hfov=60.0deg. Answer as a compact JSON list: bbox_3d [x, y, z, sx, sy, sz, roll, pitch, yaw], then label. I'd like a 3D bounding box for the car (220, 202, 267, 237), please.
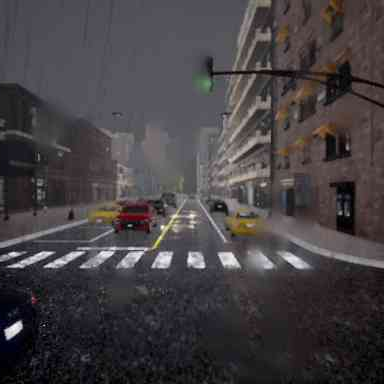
[{"bbox_3d":[2.690,1.471,17.385,1.752,1.417,4.829,1,0,0],"label":"car"}]

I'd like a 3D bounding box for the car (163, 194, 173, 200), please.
[{"bbox_3d":[-5.721,1.249,79.878,1.947,1.339,4.313,0,0,0],"label":"car"}]

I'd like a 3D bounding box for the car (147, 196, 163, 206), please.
[{"bbox_3d":[-5.707,1.331,51.396,2.008,1.369,4.403,0,0,0],"label":"car"}]

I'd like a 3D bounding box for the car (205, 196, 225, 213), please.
[{"bbox_3d":[2.682,1.434,34.305,1.947,1.339,4.313,1,0,0],"label":"car"}]

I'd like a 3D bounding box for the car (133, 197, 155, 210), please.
[{"bbox_3d":[-5.701,1.370,40.004,1.887,1.381,4.507,1,0,0],"label":"car"}]

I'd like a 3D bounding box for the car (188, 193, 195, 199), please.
[{"bbox_3d":[-0.037,1.210,86.566,2.033,1.411,5.357,0,0,0],"label":"car"}]

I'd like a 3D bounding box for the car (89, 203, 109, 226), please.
[{"bbox_3d":[-5.693,1.427,22.743,1.752,1.417,4.829,1,0,0],"label":"car"}]

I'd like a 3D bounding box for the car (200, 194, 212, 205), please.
[{"bbox_3d":[2.674,1.349,51.395,2.008,1.369,4.403,0,0,0],"label":"car"}]

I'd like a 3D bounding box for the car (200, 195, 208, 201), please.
[{"bbox_3d":[2.663,1.301,74.183,1.802,1.307,4.206,0,0,0],"label":"car"}]

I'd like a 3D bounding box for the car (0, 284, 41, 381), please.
[{"bbox_3d":[-4.078,1.578,3.876,4.181,1.385,1.994,0,0,-1],"label":"car"}]

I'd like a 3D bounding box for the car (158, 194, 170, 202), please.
[{"bbox_3d":[-5.714,1.160,68.485,1.967,1.590,4.097,0,0,0],"label":"car"}]

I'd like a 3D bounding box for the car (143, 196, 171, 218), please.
[{"bbox_3d":[-3.108,1.384,29.083,1.837,1.490,4.892,0,0,0],"label":"car"}]

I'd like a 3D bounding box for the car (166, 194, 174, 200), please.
[{"bbox_3d":[-5.723,1.248,85.575,1.802,1.307,4.206,0,0,0],"label":"car"}]

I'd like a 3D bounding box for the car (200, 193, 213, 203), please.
[{"bbox_3d":[2.670,1.072,62.788,2.192,1.841,5.009,0,0,0],"label":"car"}]

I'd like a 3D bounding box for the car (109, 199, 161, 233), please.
[{"bbox_3d":[-3.105,1.402,19.149,1.882,1.535,5.008,0,0,0],"label":"car"}]

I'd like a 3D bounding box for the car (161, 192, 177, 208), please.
[{"bbox_3d":[-3.094,1.027,43.734,2.150,2.045,5.566,0,2,0],"label":"car"}]
